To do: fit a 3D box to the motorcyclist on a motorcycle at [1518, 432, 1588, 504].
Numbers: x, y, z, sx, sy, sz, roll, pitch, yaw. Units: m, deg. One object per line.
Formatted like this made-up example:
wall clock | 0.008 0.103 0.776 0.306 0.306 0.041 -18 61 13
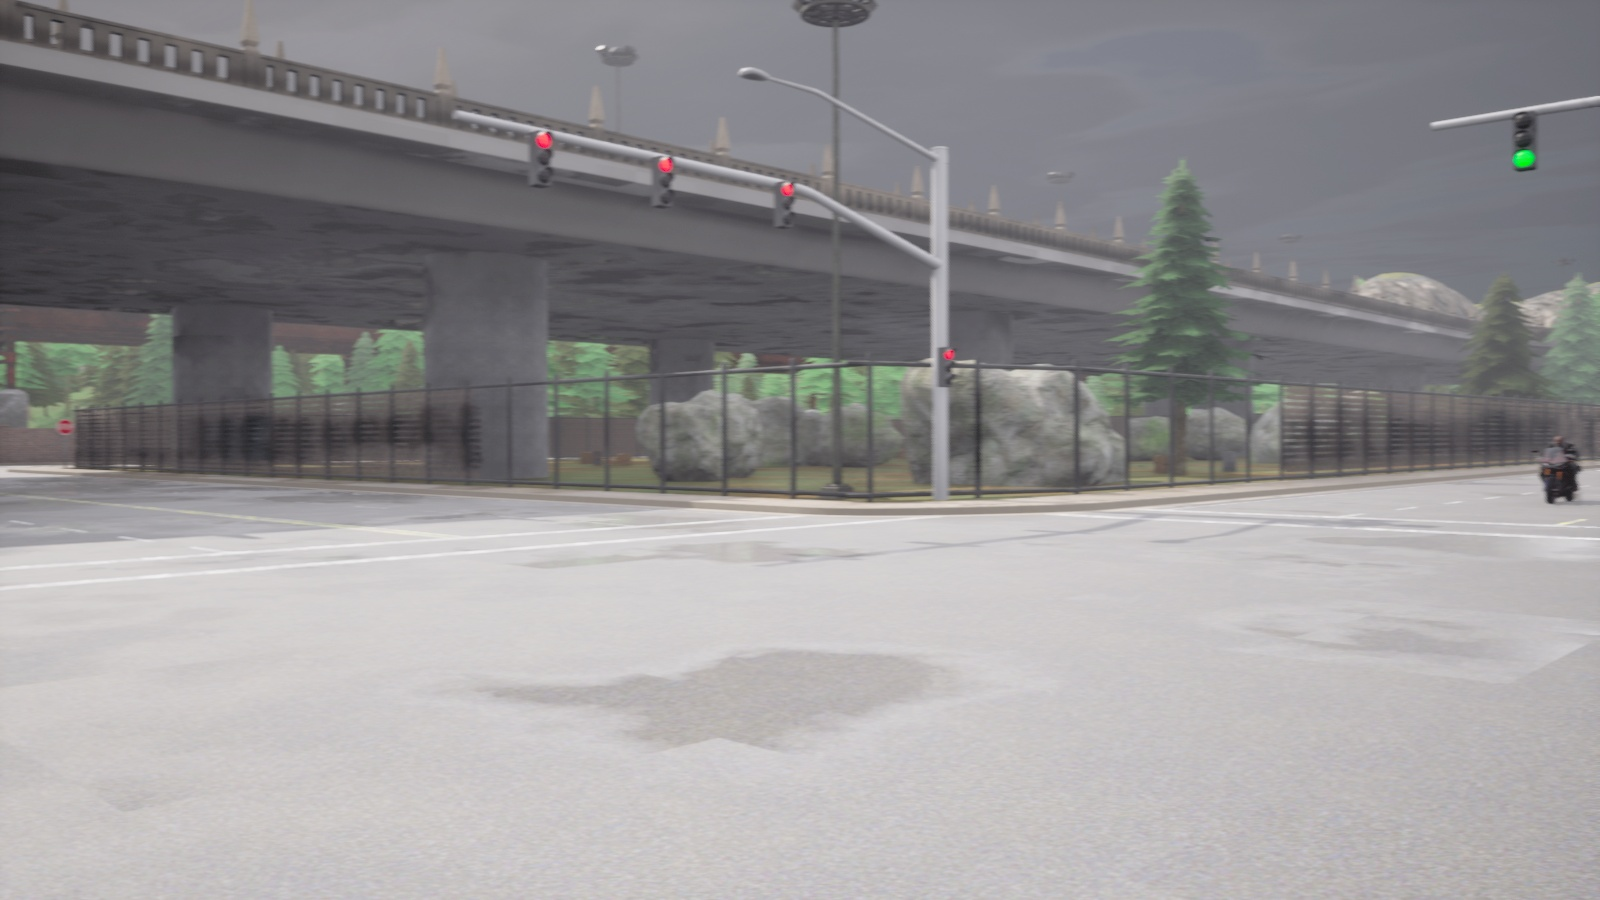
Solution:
motorcyclist on a motorcycle | 16.646 0.375 27.724 0.866 1.530 2.191 0 1 44
